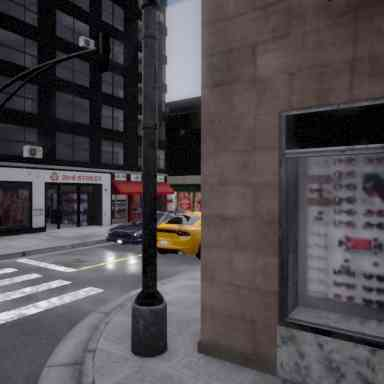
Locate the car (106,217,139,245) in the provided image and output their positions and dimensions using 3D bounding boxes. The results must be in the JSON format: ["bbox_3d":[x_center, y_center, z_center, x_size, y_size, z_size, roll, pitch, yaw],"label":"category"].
[{"bbox_3d":[-1.372,1.564,15.272,2.033,1.411,5.357,0,0,33],"label":"car"}]

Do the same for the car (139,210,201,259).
[{"bbox_3d":[0.461,1.501,12.875,1.882,1.535,5.008,0,0,33],"label":"car"}]
